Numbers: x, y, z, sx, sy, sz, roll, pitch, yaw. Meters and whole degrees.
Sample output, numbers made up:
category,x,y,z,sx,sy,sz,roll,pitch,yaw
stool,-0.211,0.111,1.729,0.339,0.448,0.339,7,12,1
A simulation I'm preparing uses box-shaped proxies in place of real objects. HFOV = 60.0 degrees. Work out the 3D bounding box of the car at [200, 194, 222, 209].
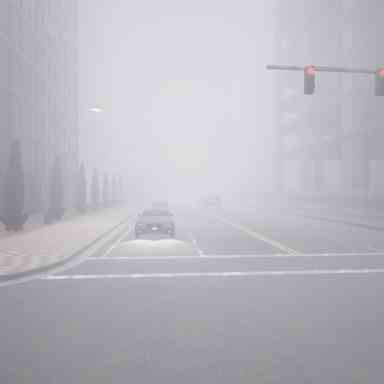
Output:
category,x,y,z,sx,sy,sz,roll,pitch,yaw
car,2.895,1.277,47.050,2.150,2.045,5.566,0,0,-4

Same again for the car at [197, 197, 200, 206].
category,x,y,z,sx,sy,sz,roll,pitch,yaw
car,2.028,1.413,57.433,2.097,1.767,4.553,0,0,-5

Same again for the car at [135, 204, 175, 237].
category,x,y,z,sx,sy,sz,roll,pitch,yaw
car,-1.975,1.604,18.107,1.994,1.385,4.181,0,0,-5

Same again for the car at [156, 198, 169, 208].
category,x,y,z,sx,sy,sz,roll,pitch,yaw
car,-4.541,1.628,51.702,1.994,1.385,4.181,0,0,-4

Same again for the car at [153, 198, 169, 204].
category,x,y,z,sx,sy,sz,roll,pitch,yaw
car,-3.015,1.595,31.242,2.033,1.411,5.357,0,0,-5
